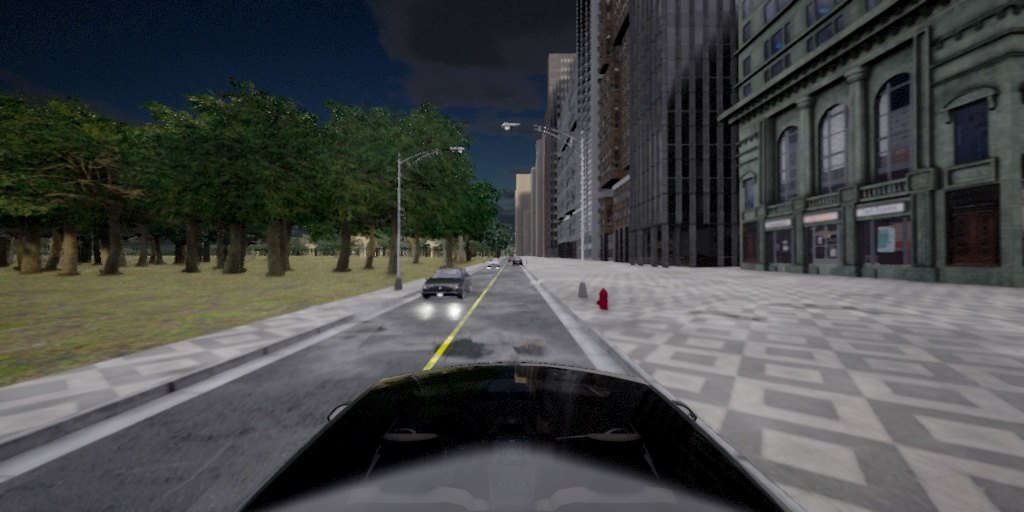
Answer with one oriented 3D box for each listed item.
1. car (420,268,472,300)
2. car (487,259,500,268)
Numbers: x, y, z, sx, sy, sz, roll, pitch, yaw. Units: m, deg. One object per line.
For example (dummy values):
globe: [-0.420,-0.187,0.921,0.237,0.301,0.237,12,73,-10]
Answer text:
car: [-3.095,1.292,18.081,2.033,1.411,5.357,0,0,0]
car: [-3.024,1.180,59.977,1.812,1.442,4.674,0,0,1]
